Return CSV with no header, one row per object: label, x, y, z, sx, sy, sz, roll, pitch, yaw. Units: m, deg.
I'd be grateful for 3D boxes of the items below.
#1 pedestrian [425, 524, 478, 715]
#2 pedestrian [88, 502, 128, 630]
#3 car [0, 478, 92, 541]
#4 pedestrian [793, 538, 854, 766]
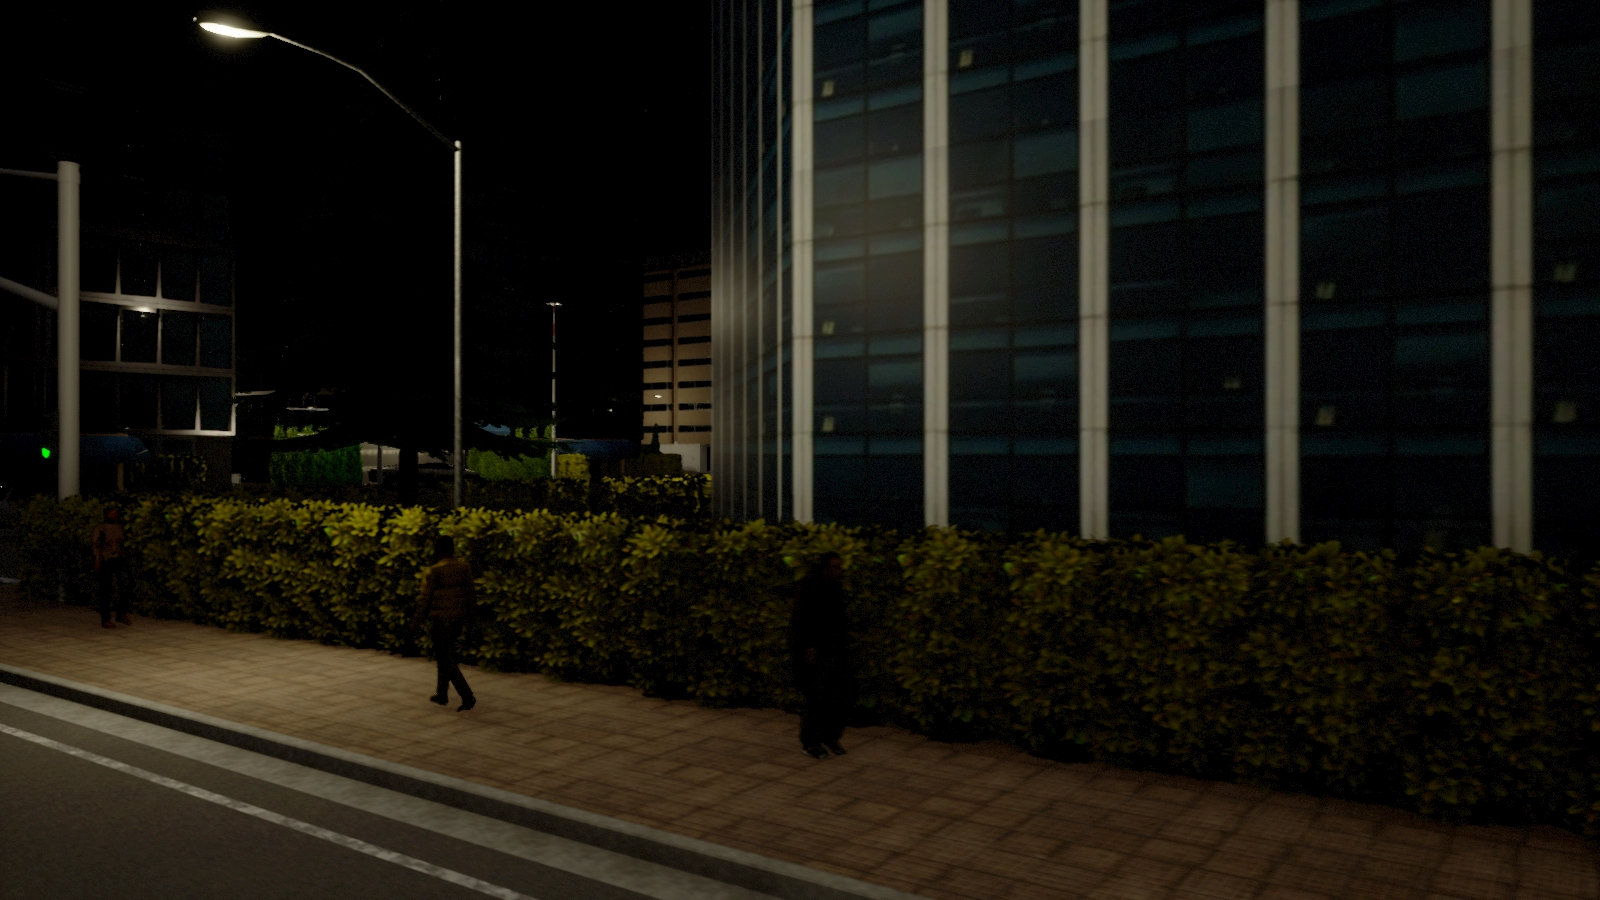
pedestrian,-3.536,1.702,11.601,0.375,1.860,0.375,0,0,41
pedestrian,-10.269,1.709,16.958,0.375,1.860,0.375,0,0,28
car,-25.172,1.886,36.517,1.905,1.878,3.866,0,0,35
pedestrian,0.202,1.701,9.786,0.375,1.860,0.375,0,0,37
